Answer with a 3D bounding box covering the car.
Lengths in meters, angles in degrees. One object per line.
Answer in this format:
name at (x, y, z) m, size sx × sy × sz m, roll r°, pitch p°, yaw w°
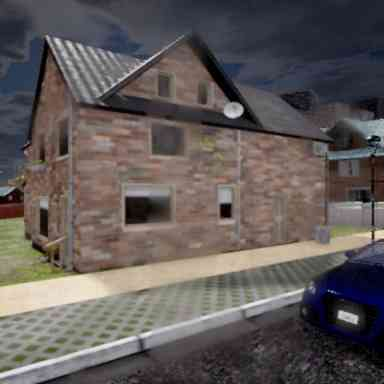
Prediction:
car at (3.780, 1.535, 5.733) m, size 4.181 × 1.385 × 1.994 m, roll 0°, pitch 0°, yaw -35°
